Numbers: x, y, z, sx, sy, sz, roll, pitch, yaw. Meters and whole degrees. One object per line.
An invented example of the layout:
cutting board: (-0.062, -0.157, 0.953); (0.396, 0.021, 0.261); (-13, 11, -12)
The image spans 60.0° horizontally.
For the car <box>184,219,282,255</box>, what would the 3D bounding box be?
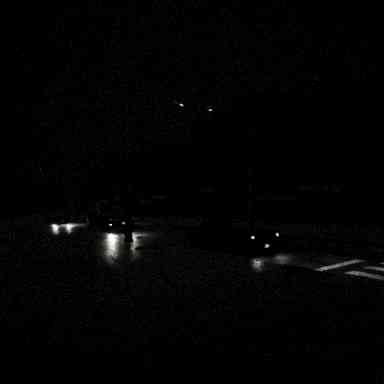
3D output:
car: (1.704, 1.914, 15.068); (1.895, 1.301, 4.718); (0, -2, -36)

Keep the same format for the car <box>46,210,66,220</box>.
car: (-21.531, 3.598, 52.484); (1.994, 1.385, 4.181); (0, -2, -36)

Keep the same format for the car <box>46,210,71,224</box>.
car: (-16.027, 3.082, 39.857); (1.895, 1.301, 4.718); (0, -2, -35)

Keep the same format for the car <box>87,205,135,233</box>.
car: (-6.616, 2.045, 26.653); (2.150, 2.045, 5.566); (0, -2, -36)
